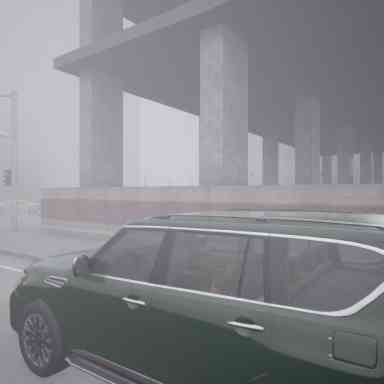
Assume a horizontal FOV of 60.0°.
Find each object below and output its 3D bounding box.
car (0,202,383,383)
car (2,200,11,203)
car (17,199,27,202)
[{"bbox_3d":[0.147,1.221,3.878,5.566,2.045,2.150,0,0,35],"label":"car"},{"bbox_3d":[-18.323,1.533,33.742,1.882,1.535,5.008,0,0,36],"label":"car"},{"bbox_3d":[-14.274,1.547,33.391,2.128,1.511,4.902,0,0,36],"label":"car"}]
